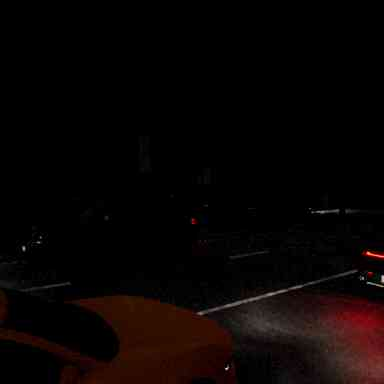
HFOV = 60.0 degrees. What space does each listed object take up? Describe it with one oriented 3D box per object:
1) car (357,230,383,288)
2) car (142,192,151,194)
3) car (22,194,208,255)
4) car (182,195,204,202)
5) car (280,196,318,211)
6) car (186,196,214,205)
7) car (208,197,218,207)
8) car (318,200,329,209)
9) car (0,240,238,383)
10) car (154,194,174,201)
[{"bbox_3d":[5.848,1.468,7.937,4.892,1.490,1.837,0,0,-36],"label":"car"},{"bbox_3d":[-8.470,1.024,60.675,2.150,2.045,5.566,-1,0,-38],"label":"car"},{"bbox_3d":[-2.413,1.213,10.860,5.566,2.045,2.150,0,0,-35],"label":"car"},{"bbox_3d":[0.104,1.309,66.988,1.895,1.301,4.718,-1,0,-39],"label":"car"},{"bbox_3d":[10.685,1.334,36.782,2.033,1.411,5.357,-1,0,-39],"label":"car"},{"bbox_3d":[1.279,1.366,54.053,1.895,1.301,4.718,-1,0,-39],"label":"car"},{"bbox_3d":[4.538,1.269,44.415,1.882,1.535,5.008,-1,1,-39],"label":"car"},{"bbox_3d":[13.499,1.261,38.868,1.837,1.490,4.892,-1,0,-39],"label":"car"},{"bbox_3d":[-1.857,1.478,2.404,5.008,1.535,1.882,0,0,-36],"label":"car"},{"bbox_3d":[-6.245,1.239,74.766,2.128,1.511,4.902,-1,0,-38],"label":"car"}]
